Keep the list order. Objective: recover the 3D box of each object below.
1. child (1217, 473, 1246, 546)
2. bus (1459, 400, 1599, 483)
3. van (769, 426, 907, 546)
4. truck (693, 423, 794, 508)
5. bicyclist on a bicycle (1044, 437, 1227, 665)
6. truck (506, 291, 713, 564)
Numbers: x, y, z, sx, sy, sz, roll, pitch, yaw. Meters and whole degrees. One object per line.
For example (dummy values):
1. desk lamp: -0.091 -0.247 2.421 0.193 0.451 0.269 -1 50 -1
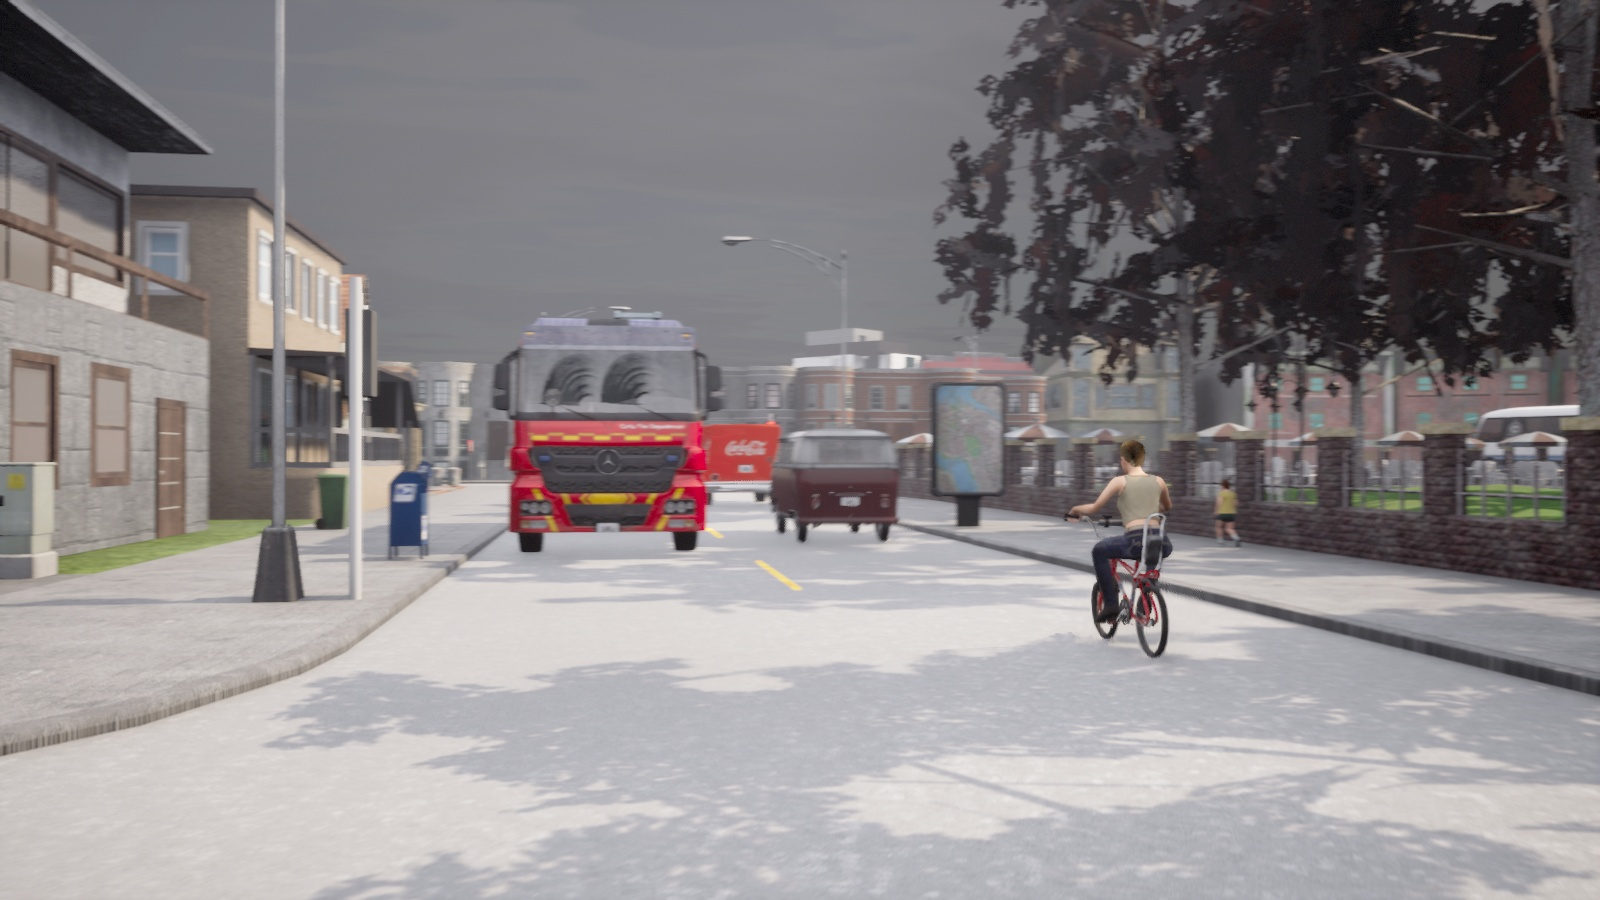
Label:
1. child: 6.612 0.903 19.232 0.255 1.110 0.394 0 0 -9
2. bus: 41.813 -0.470 68.743 3.944 4.253 10.273 -1 0 -18
3. van: 0.588 0.610 23.227 1.775 1.987 4.442 0 0 -9
4. truck: -1.863 0.459 39.413 2.627 2.467 5.204 0 0 -9
5. bicyclist on a bicycle: 2.534 0.720 9.685 0.866 1.612 1.509 0 0 -6
6. truck: -3.270 -0.298 21.993 2.891 3.827 8.468 0 0 -8
